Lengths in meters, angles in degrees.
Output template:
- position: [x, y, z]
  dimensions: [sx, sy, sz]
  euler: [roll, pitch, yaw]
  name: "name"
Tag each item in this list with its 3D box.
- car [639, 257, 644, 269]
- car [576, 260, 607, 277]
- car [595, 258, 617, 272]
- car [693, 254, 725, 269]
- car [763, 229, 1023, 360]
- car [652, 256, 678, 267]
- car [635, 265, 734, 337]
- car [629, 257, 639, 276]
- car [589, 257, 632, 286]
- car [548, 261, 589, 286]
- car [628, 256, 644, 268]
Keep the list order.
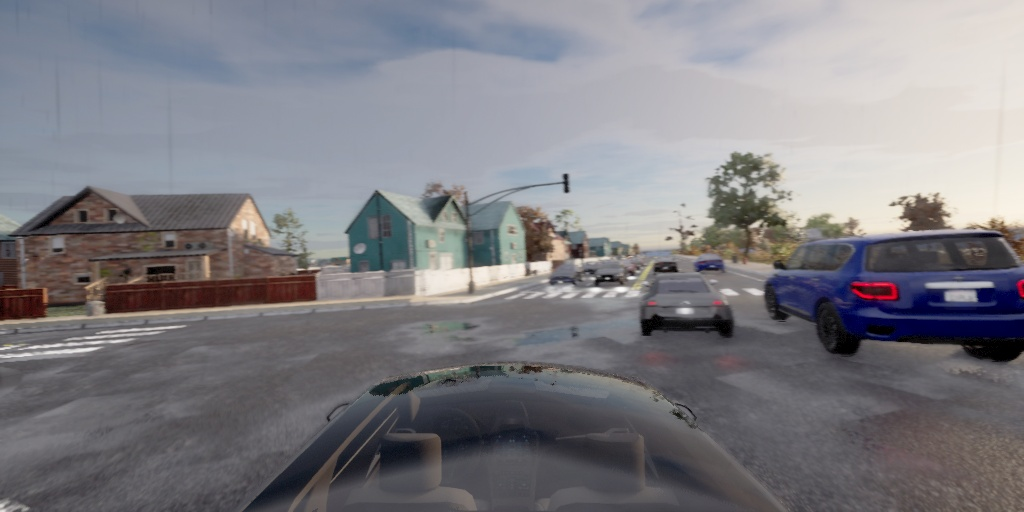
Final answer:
- position: [13.829, 0.887, 41.412]
  dimensions: [2.128, 1.511, 4.902]
  euler: [-4, -1, 22]
  name: "car"
- position: [8.029, 1.220, 35.929]
  dimensions: [2.033, 1.411, 5.357]
  euler: [-4, -1, 23]
  name: "car"
- position: [11.981, 1.103, 45.427]
  dimensions: [2.033, 1.411, 5.357]
  euler: [-4, -1, 22]
  name: "car"
- position: [16.033, 0.595, 29.340]
  dimensions: [1.882, 1.535, 5.008]
  euler: [-4, -1, 22]
  name: "car"
- position: [7.038, 0.612, 7.323]
  dimensions: [2.150, 2.045, 5.566]
  euler: [-4, -1, 22]
  name: "car"
- position: [13.231, 0.782, 31.061]
  dimensions: [1.882, 1.535, 5.008]
  euler: [-4, -1, 22]
  name: "car"
- position: [4.487, 1.135, 9.606]
  dimensions: [1.994, 1.385, 4.181]
  euler: [-4, -1, 22]
  name: "car"
- position: [10.264, 1.028, 32.839]
  dimensions: [1.812, 1.442, 4.674]
  euler: [-4, -1, 23]
  name: "car"
- position: [6.754, 1.113, 24.268]
  dimensions: [1.837, 1.490, 4.892]
  euler: [-4, -1, 22]
  name: "car"
- position: [4.136, 1.338, 26.509]
  dimensions: [2.033, 1.411, 5.357]
  euler: [-4, -1, 20]
  name: "car"
- position: [17.635, 0.812, 50.704]
  dimensions: [1.812, 1.442, 4.674]
  euler: [-4, -1, 22]
  name: "car"
